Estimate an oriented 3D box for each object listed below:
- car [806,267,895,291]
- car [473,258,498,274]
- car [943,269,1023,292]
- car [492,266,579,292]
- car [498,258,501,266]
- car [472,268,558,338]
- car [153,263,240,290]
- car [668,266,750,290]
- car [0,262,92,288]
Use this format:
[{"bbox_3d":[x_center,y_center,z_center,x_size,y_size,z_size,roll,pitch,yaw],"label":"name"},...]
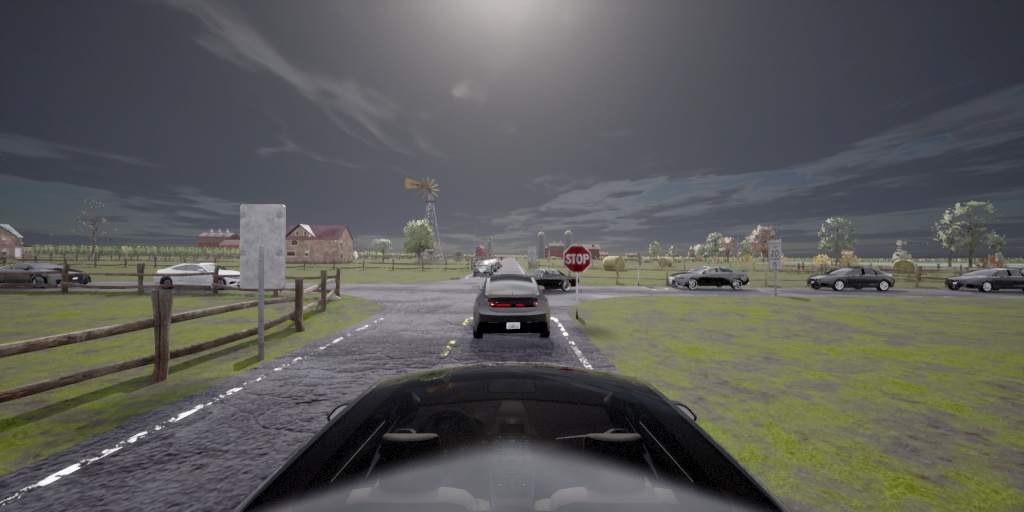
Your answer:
[{"bbox_3d":[22.190,1.499,23.609,4.892,1.490,1.837,1,-1,-1],"label":"car"},{"bbox_3d":[-2.875,1.243,36.839,2.128,1.511,4.902,0,0,0],"label":"car"},{"bbox_3d":[31.692,1.587,23.734,4.892,1.490,1.837,1,-1,-1],"label":"car"},{"bbox_3d":[1.491,1.369,20.201,4.718,1.301,1.895,1,0,-35],"label":"car"},{"bbox_3d":[-2.872,1.241,46.285,2.128,1.511,4.902,0,0,0],"label":"car"},{"bbox_3d":[-0.078,1.256,10.154,1.837,1.490,4.892,0,0,-3],"label":"car"},{"bbox_3d":[-17.252,1.104,20.103,4.674,1.442,1.812,1,-1,-1],"label":"car"},{"bbox_3d":[12.788,1.397,23.434,4.902,1.511,2.128,1,-1,-2],"label":"car"},{"bbox_3d":[-26.372,1.048,19.977,4.181,1.385,1.994,1,-1,-1],"label":"car"}]
